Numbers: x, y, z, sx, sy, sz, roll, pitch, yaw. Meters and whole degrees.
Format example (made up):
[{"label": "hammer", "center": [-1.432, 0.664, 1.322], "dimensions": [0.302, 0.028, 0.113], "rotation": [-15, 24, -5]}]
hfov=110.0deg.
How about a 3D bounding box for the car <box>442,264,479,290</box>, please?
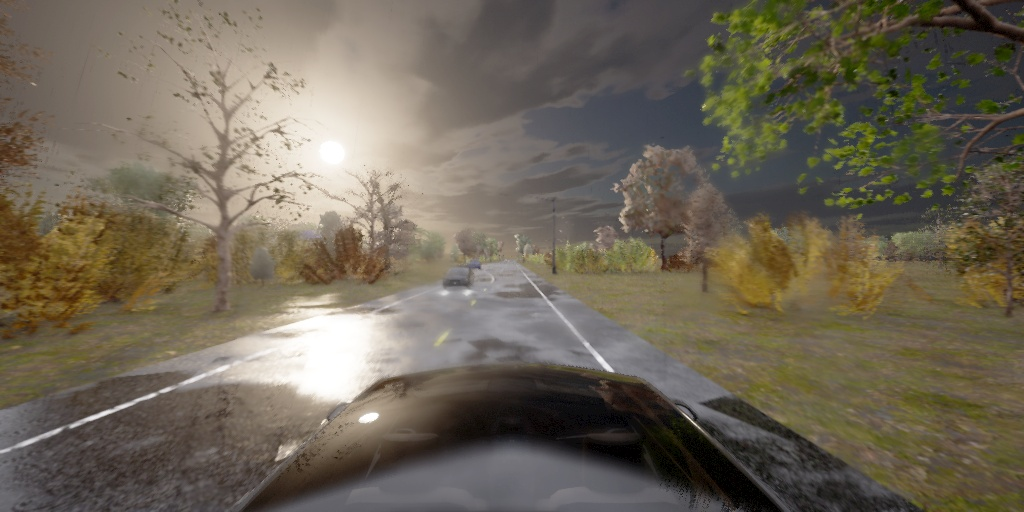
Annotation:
[{"label": "car", "center": [-3.656, 1.500, 25.275], "dimensions": [1.837, 1.490, 4.892], "rotation": [0, -1, 0]}]
